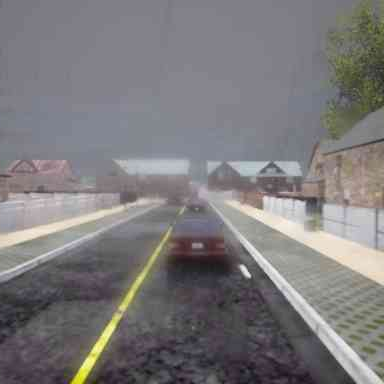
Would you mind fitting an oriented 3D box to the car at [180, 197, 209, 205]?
[{"bbox_3d":[0.375,1.212,26.110,2.033,1.411,5.357,0,1,1],"label":"car"}]

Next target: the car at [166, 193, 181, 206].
[{"bbox_3d":[-2.222,0.954,43.064,1.837,1.490,4.892,0,0,1],"label":"car"}]

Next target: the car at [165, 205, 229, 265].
[{"bbox_3d":[0.176,1.404,11.117,2.033,1.411,5.357,0,1,1],"label":"car"}]
